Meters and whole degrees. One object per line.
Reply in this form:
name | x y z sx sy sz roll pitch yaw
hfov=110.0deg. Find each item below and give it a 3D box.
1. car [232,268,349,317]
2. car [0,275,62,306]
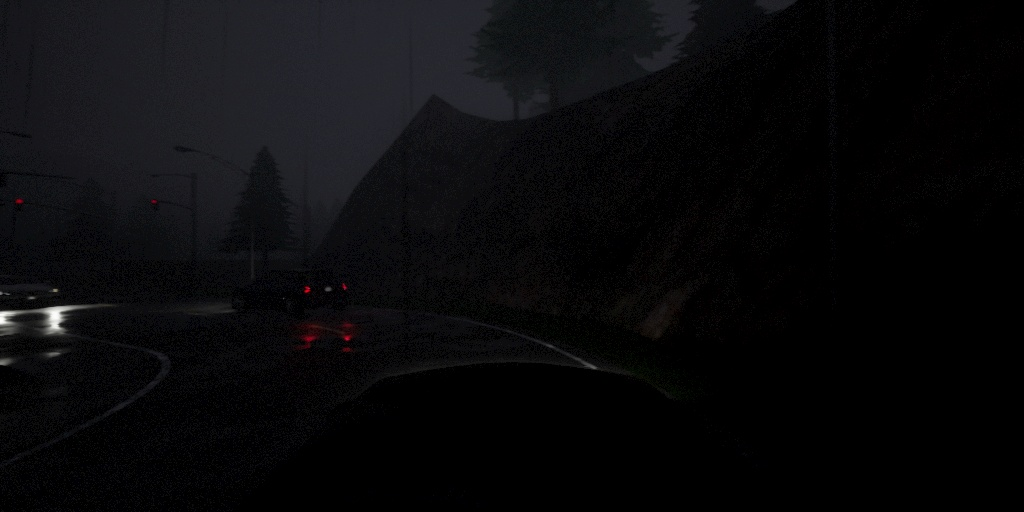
car | -8.706 1.277 14.057 4.553 1.767 2.097 -1 -1 24
car | -23.020 1.584 16.548 4.674 1.442 1.812 -1 -1 24
